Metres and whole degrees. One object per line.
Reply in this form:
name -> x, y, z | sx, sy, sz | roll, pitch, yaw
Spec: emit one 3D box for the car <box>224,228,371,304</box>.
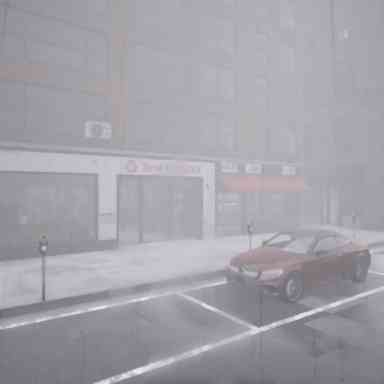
car -> 2.708, 1.573, 8.068 | 4.206, 1.307, 1.802 | 0, 0, -35
